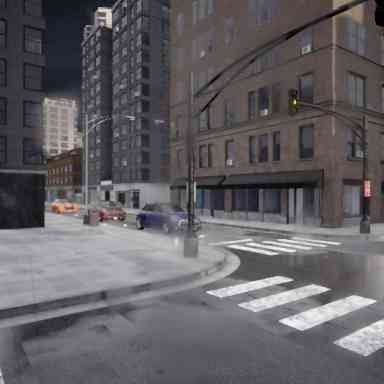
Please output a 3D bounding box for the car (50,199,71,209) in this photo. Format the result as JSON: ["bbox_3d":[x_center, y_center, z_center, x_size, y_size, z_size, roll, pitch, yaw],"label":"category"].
[{"bbox_3d":[-20.030,1.829,50.593,1.895,1.301,4.718,0,0,-36],"label":"car"}]

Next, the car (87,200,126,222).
[{"bbox_3d":[-7.217,1.464,27.588,2.097,1.767,4.553,0,0,-35],"label":"car"}]

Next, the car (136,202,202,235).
[{"bbox_3d":[-1.447,1.420,19.504,2.097,1.767,4.553,0,0,-38],"label":"car"}]

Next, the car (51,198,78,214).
[{"bbox_3d":[-14.507,1.522,37.879,2.097,1.767,4.553,0,-1,-33],"label":"car"}]
